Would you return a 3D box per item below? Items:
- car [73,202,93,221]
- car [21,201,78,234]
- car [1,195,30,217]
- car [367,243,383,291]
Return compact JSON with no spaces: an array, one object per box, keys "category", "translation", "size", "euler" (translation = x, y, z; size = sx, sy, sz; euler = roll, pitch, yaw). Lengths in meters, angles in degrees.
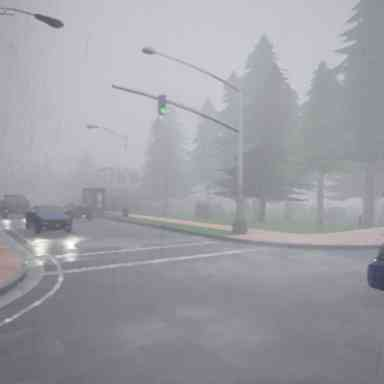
[{"category":"car","translation":[-9.883,1.641,28.071],"size":[1.837,1.490,4.892],"euler":[1,-1,-35]},{"category":"car","translation":[-8.662,1.545,19.984],"size":[1.882,1.535,5.008],"euler":[1,0,-35]},{"category":"car","translation":[-17.225,1.315,32.378],"size":[2.150,2.045,5.566],"euler":[1,0,-35]},{"category":"car","translation":[5.900,1.299,5.284],"size":[2.150,2.045,5.566],"euler":[1,-1,-35]}]
